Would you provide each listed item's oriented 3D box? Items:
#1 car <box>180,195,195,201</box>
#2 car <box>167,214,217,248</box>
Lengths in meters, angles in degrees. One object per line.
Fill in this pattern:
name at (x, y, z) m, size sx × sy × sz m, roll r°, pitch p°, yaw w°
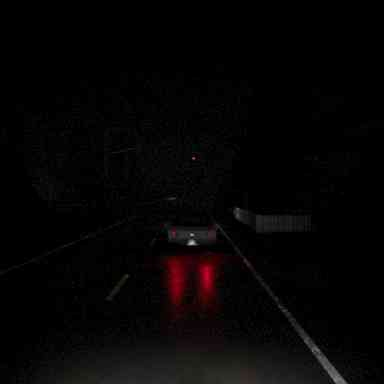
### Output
car at (-1.156, 1.463, 85.273) m, size 1.882 × 1.535 × 5.008 m, roll 0°, pitch 0°, yaw 36°
car at (0.000, 1.614, 14.680) m, size 1.895 × 1.301 × 4.718 m, roll 0°, pitch 0°, yaw 0°
